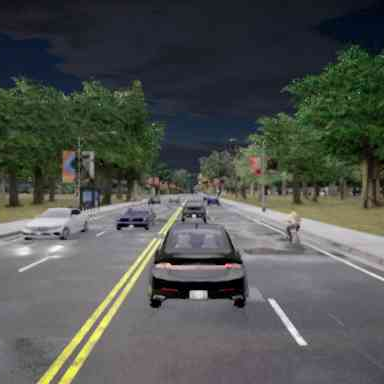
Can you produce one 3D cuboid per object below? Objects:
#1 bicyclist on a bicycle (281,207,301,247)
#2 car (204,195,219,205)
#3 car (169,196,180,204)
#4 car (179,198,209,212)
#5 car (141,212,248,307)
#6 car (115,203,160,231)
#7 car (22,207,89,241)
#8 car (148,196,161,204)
[{"bbox_3d":[4.187,1.416,13.814,0.866,1.612,1.509,0,0,0],"label":"bicyclist on a bicycle"},{"bbox_3d":[3.457,1.391,55.603,1.882,1.535,5.008,0,0,0],"label":"car"},{"bbox_3d":[-3.167,1.426,61.006,1.812,1.442,4.674,0,0,1],"label":"car"},{"bbox_3d":[0.149,1.460,26.132,1.837,1.490,4.892,0,0,0],"label":"car"},{"bbox_3d":[0.112,1.478,7.918,2.128,1.511,4.902,0,0,0],"label":"car"},{"bbox_3d":[-3.313,1.563,20.362,1.895,1.301,4.718,0,0,0],"label":"car"},{"bbox_3d":[-6.570,1.491,16.586,1.812,1.442,4.674,0,0,0],"label":"car"},{"bbox_3d":[-6.439,1.466,57.777,1.994,1.385,4.181,0,0,1],"label":"car"}]
